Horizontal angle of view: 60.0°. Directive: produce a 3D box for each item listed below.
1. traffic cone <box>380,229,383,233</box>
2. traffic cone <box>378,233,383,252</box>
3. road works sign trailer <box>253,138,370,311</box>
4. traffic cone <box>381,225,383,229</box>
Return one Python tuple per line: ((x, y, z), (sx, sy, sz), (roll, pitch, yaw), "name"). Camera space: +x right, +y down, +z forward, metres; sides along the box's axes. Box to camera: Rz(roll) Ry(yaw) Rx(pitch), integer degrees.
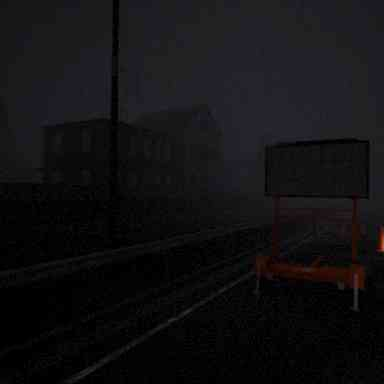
((8.774, 2.134, 15.322), (0.340, 0.580, 0.340), (1, 0, 30), "traffic cone")
((7.784, 2.114, 13.584), (0.340, 0.580, 0.340), (1, 0, 30), "traffic cone")
((3.046, 0.538, 8.246), (2.380, 3.560, 2.880), (1, 0, 30), "road works sign trailer")
((9.764, 2.154, 17.060), (0.340, 0.580, 0.340), (1, 0, 30), "traffic cone")
